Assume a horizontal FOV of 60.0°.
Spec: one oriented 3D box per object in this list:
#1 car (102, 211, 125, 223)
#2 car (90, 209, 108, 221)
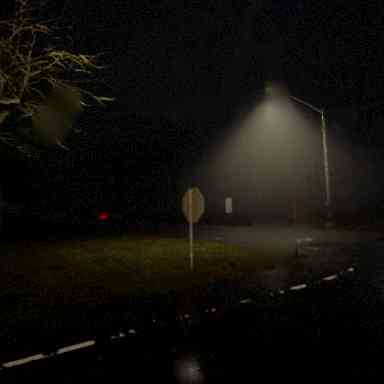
[{"bbox_3d":[-12.639,4.250,54.695,1.994,1.385,4.181,-2,-2,-33],"label":"car"},{"bbox_3d":[-16.950,4.218,60.897,2.150,2.045,5.566,-1,-1,-35],"label":"car"}]
